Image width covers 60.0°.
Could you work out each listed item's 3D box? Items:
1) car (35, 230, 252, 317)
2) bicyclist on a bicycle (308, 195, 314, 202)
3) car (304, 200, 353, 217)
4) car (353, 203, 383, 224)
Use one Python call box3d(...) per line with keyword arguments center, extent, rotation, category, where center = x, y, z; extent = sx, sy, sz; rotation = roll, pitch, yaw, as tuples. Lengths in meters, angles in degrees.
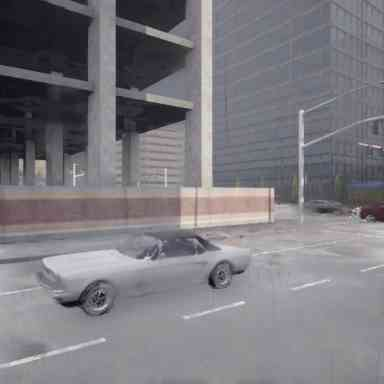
box3d(center=(-0.924, 1.601, 7.591), extent=(4.718, 1.301, 1.895), rotation=(0, 0, -35), category="car")
box3d(center=(16.514, 1.301, 46.176), extent=(1.656, 1.620, 0.582), rotation=(0, 0, -36), category="bicyclist on a bicycle")
box3d(center=(12.672, 1.492, 31.066), extent=(2.128, 1.511, 4.902), rotation=(0, 0, -36), category="car")
box3d(center=(14.258, 1.477, 22.922), extent=(1.882, 1.535, 5.008), rotation=(0, 0, -36), category="car")
